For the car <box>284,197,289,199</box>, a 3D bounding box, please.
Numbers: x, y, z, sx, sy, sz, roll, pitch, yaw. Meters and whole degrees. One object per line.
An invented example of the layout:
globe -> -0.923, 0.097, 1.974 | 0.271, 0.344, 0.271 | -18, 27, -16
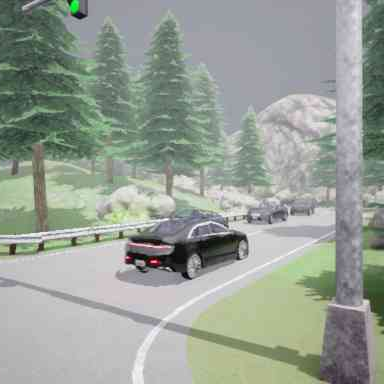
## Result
car -> 15.398, 1.527, 52.194 | 1.882, 1.535, 5.008 | 2, -2, -31

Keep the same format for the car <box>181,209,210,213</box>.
car -> 0.156, 1.579, 16.737 | 1.994, 1.385, 4.181 | 0, 0, 34

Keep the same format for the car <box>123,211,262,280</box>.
car -> 0.086, 1.561, 10.185 | 2.128, 1.511, 4.902 | 0, -1, 34

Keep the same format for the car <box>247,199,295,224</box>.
car -> 5.721, 1.506, 24.980 | 2.128, 1.511, 4.902 | 0, 0, 34

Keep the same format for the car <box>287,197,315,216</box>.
car -> 11.220, 1.520, 33.591 | 1.837, 1.490, 4.892 | 0, 0, 27
